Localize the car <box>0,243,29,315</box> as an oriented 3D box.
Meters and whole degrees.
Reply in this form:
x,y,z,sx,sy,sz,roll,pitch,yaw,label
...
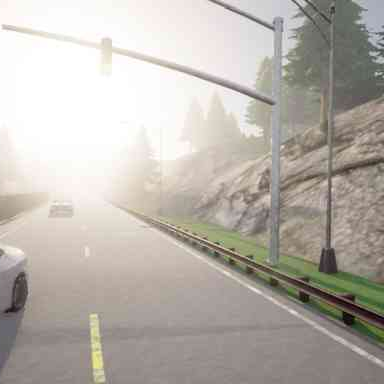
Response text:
x,y,z,sx,sy,sz,roll,pitch,yaw,label
-3.827,1.450,4.595,1.812,1.442,4.674,2,2,-6,car

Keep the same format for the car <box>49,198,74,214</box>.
x,y,z,sx,sy,sz,roll,pitch,yaw,label
-11.341,1.202,29.103,1.895,1.301,4.718,1,0,-18,car
